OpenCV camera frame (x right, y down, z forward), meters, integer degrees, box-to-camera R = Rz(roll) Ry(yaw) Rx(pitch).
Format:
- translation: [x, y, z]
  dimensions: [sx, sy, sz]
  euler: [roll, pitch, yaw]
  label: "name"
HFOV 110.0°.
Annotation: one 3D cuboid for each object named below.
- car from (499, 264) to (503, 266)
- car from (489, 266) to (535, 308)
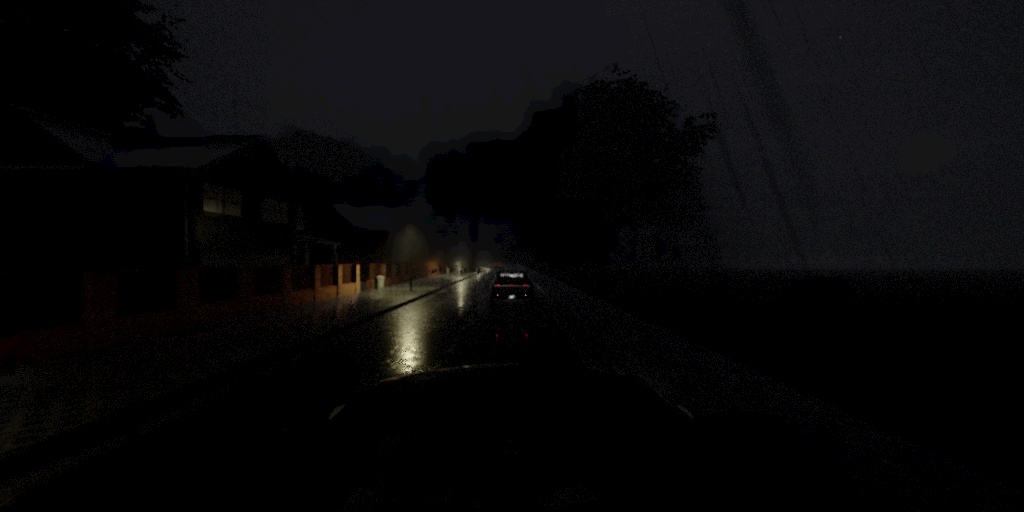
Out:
- translation: [-0.019, 1.644, 31.003]
  dimensions: [1.895, 1.301, 4.718]
  euler: [0, -1, 0]
  label: "car"
- translation: [-0.007, 1.383, 16.194]
  dimensions: [2.128, 1.511, 4.902]
  euler: [0, 0, 0]
  label: "car"
